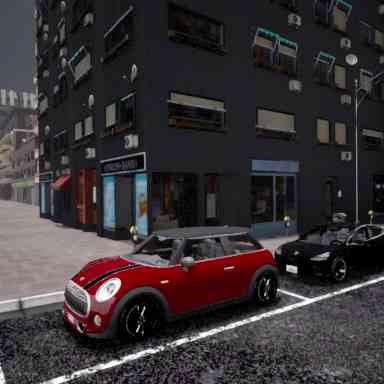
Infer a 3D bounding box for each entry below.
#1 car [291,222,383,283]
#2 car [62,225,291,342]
[{"bbox_3d":[4.279,1.564,9.631,4.313,1.339,1.947,0,-1,-36],"label":"car"},{"bbox_3d":[-0.280,1.439,6.377,4.097,1.590,1.967,0,-1,-36],"label":"car"}]
